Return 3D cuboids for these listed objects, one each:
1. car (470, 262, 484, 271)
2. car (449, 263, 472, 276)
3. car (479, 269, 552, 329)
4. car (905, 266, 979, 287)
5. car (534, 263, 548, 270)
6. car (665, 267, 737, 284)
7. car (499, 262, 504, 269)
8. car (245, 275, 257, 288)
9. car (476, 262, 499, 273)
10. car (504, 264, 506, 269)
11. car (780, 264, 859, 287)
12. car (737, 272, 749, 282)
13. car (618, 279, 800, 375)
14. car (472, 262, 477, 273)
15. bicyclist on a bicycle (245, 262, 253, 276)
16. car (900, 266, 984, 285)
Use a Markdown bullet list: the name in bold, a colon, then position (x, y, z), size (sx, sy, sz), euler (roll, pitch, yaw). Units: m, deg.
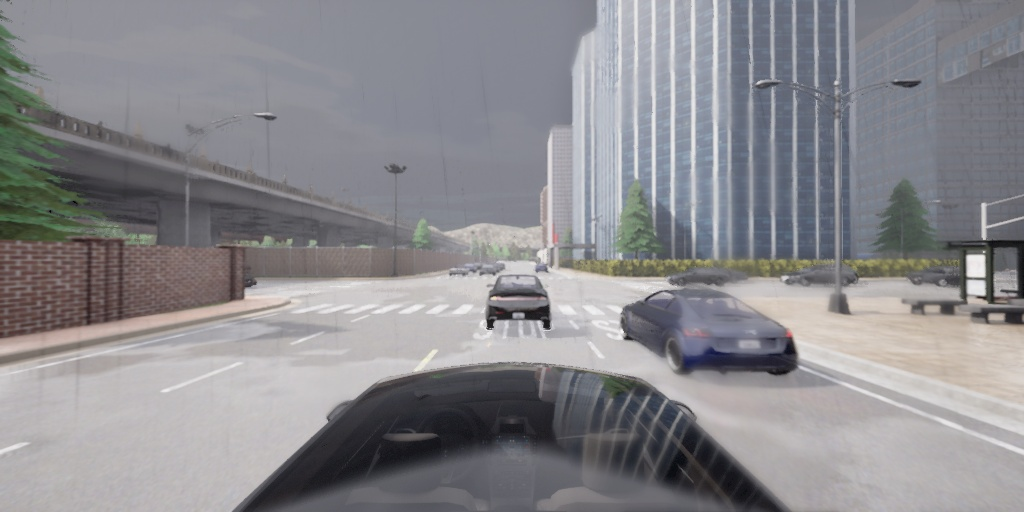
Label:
- **car**: position (-6.028, 1.841, 62.618), size (1.882, 1.535, 5.008), euler (0, -1, 2)
- **car**: position (-6.393, 1.772, 43.677), size (1.895, 1.301, 4.718), euler (0, -1, 1)
- **car**: position (0.183, 1.343, 11.653), size (2.128, 1.511, 4.902), euler (0, -1, 0)
- **car**: position (33.309, 1.595, 27.346), size (4.892, 1.490, 1.837), euler (0, -1, 1)
- **car**: position (4.518, 1.823, 55.339), size (1.812, 1.442, 4.674), euler (0, -1, 1)
- **car**: position (14.294, 1.605, 27.707), size (4.674, 1.442, 1.812), euler (0, -1, 1)
- **car**: position (-2.719, 1.821, 53.557), size (2.033, 1.411, 5.357), euler (0, -1, 1)
- **car**: position (-20.040, 1.587, 24.661), size (4.181, 1.385, 1.994), euler (0, -1, 1)
- **car**: position (-2.886, 1.702, 43.967), size (1.812, 1.442, 4.674), euler (0, -1, 1)
- **car**: position (-2.510, 1.865, 63.350), size (2.128, 1.511, 4.902), euler (0, -1, 1)
- **car**: position (23.420, 1.576, 27.549), size (4.902, 1.511, 2.128), euler (0, -1, 1)
- **car**: position (17.431, 1.665, 31.162), size (5.357, 1.411, 2.033), euler (0, -1, 1)
- **car**: position (3.732, 1.377, 7.639), size (1.994, 1.385, 4.181), euler (0, -1, 0)
- **car**: position (-6.229, 1.790, 52.837), size (1.812, 1.442, 4.674), euler (0, -1, 1)
- **bicyclist on a bicycle**: position (-26.489, 1.432, 35.769), size (0.582, 1.620, 1.656), euler (0, 0, 1)
- **car**: position (36.823, 1.632, 30.768), size (4.892, 1.490, 1.837), euler (0, -1, 1)
